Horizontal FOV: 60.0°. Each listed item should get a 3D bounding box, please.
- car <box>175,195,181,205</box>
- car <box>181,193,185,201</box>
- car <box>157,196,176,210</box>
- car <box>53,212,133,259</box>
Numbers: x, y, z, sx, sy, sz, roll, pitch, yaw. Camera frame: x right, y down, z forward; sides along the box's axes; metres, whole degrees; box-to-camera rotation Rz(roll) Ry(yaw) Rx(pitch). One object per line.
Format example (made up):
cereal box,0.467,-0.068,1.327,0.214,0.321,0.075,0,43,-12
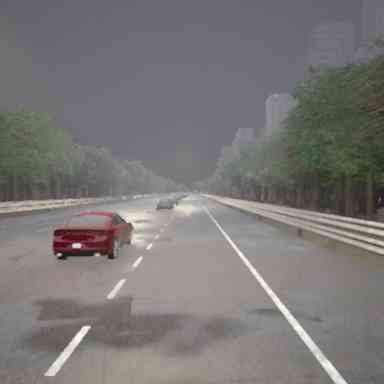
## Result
car,-3.485,1.628,59.698,1.994,1.385,4.181,0,0,0
car,-3.479,1.425,83.335,2.097,1.767,4.553,0,0,0
car,-3.486,1.606,43.698,1.994,1.385,4.181,0,0,0
car,-3.496,1.482,12.580,1.882,1.535,5.008,0,0,0
